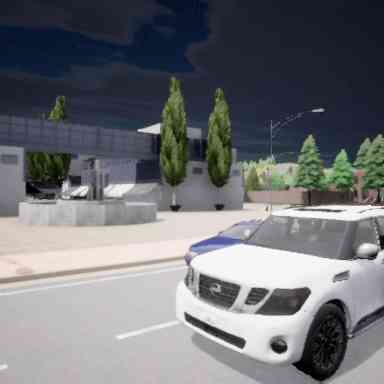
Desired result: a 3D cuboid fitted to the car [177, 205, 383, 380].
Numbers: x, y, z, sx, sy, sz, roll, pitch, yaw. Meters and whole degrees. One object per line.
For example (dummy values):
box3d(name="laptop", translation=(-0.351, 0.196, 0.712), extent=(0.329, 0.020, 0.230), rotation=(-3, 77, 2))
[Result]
box3d(name="car", translation=(2.380, 1.289, 5.976), extent=(5.566, 2.045, 2.150), rotation=(1, 0, -39))

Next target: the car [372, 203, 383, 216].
box3d(name="car", translation=(23.094, 2.089, 38.763), extent=(1.994, 1.385, 4.181), rotation=(1, 0, 2))

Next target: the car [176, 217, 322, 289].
box3d(name="car", translation=(1.926, 1.620, 10.140), extent=(4.674, 1.442, 1.812), rotation=(1, -1, -41))
